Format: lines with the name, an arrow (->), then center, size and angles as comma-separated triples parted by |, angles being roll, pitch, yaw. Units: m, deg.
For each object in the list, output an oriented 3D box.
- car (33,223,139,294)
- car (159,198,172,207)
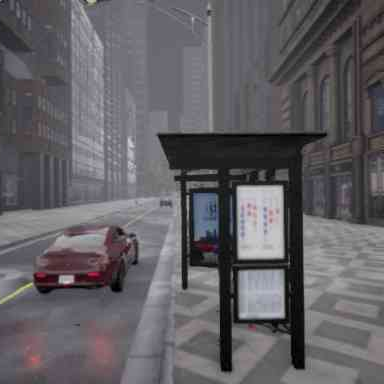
car -> -2.549, 1.551, 8.815 | 1.812, 1.442, 4.674 | -1, 0, -2
car -> -4.166, 1.636, 53.223 | 1.882, 1.535, 5.008 | -1, 0, -2
